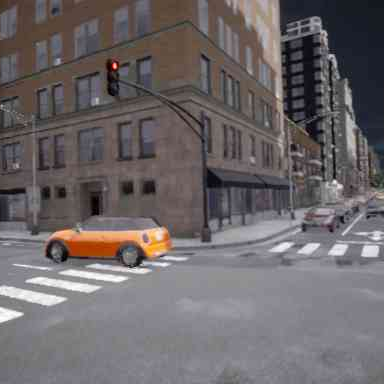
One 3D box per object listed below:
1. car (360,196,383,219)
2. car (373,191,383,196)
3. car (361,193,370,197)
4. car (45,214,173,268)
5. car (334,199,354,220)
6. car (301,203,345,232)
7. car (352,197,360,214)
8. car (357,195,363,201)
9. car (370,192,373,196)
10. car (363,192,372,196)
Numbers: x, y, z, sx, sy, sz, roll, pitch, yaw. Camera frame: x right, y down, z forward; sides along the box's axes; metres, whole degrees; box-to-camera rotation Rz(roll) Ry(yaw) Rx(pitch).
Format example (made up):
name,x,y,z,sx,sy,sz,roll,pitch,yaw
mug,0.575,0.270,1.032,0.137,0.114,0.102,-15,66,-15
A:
name,x,y,z,sx,sy,sz,roll,pitch,yaw
car,14.730,1.321,26.125,2.033,1.411,5.357,-3,-1,30
car,31.173,0.981,54.339,1.882,1.535,5.008,-3,-1,30
car,24.234,1.211,48.086,1.752,1.417,4.829,-2,0,30
car,-3.055,1.593,12.067,4.553,1.767,2.097,-2,-1,23
car,10.400,1.479,24.348,1.947,1.339,4.313,-2,0,30
car,7.616,1.541,19.571,1.802,1.307,4.206,-2,0,30
car,13.184,1.419,29.125,2.008,1.369,4.403,-2,0,30
car,15.968,1.367,33.901,1.887,1.381,4.507,-2,0,30
car,32.674,1.110,62.563,1.947,1.339,4.313,-2,0,30
car,27.105,1.204,53.009,1.947,1.339,4.313,-2,0,30
